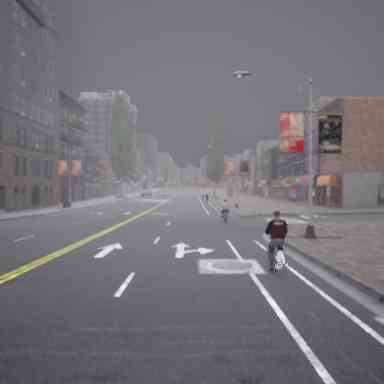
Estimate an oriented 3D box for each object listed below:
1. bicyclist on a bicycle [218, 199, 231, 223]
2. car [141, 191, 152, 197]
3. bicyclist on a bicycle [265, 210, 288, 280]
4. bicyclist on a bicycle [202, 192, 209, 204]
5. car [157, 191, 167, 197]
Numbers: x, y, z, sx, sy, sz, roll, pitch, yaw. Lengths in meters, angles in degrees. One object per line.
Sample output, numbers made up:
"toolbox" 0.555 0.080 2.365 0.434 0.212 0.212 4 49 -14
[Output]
"bicyclist on a bicycle" 2.220 1.263 22.323 0.866 1.612 1.509 -1 1 0
"car" -9.720 0.372 71.710 1.994 1.385 4.181 0 1 0
"bicyclist on a bicycle" 2.255 1.365 9.035 0.659 1.776 1.843 0 0 0
"bicyclist on a bicycle" 2.273 1.028 50.373 0.659 1.776 1.843 0 1 0
"car" -6.470 0.415 71.680 1.895 1.301 4.718 0 1 0
